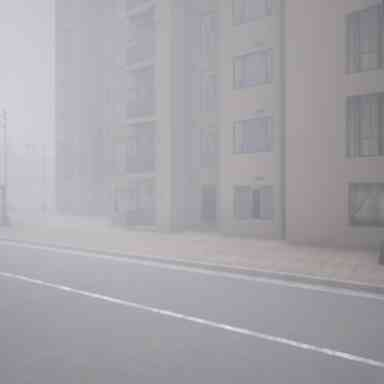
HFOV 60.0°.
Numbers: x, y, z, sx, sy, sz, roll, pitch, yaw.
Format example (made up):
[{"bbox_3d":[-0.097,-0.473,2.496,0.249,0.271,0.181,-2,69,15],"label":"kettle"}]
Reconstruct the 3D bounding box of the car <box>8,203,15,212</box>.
[{"bbox_3d":[-22.713,1.610,37.623,2.128,1.511,4.902,0,0,34],"label":"car"}]
